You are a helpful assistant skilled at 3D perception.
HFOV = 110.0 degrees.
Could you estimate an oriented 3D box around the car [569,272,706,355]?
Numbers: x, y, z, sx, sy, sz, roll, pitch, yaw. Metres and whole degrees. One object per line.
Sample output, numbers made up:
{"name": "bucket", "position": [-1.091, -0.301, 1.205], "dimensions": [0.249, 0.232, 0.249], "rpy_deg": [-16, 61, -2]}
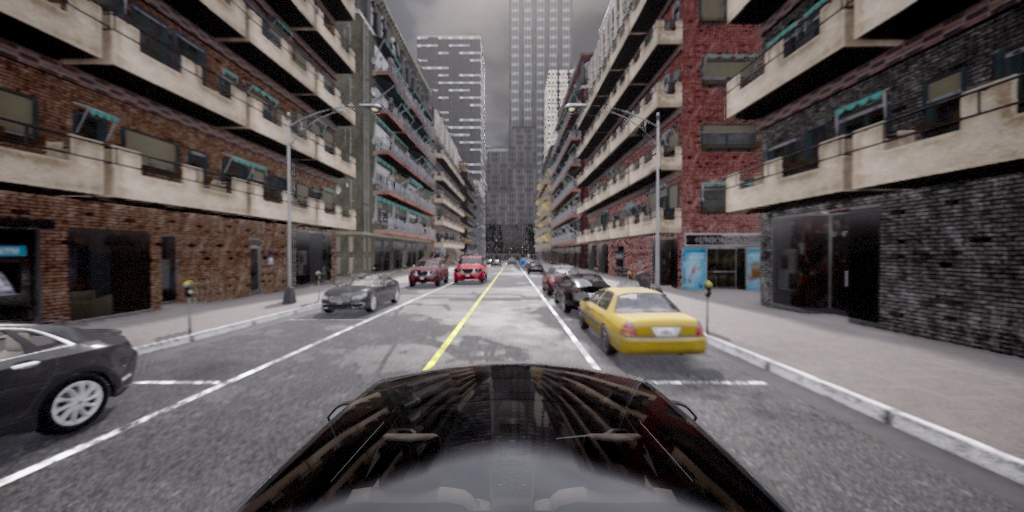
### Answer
{"name": "car", "position": [2.691, 1.283, 8.539], "dimensions": [1.751, 1.417, 4.829], "rpy_deg": [0, 0, 0]}

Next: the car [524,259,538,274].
{"name": "car", "position": [2.699, 1.366, 41.981], "dimensions": [1.948, 1.339, 4.313], "rpy_deg": [0, 0, 0]}

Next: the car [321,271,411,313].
{"name": "car", "position": [-5.688, 1.315, 14.001], "dimensions": [2.007, 1.370, 4.403], "rpy_deg": [0, 0, 0]}

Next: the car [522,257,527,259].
{"name": "car", "position": [3.013, 1.279, 59.788], "dimensions": [1.801, 1.575, 5.366], "rpy_deg": [0, 0, 0]}

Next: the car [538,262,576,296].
{"name": "car", "position": [2.694, 1.211, 19.573], "dimensions": [1.967, 1.591, 4.097], "rpy_deg": [0, 0, 0]}

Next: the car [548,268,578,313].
{"name": "car", "position": [2.692, 1.330, 13.971], "dimensions": [1.948, 1.339, 4.313], "rpy_deg": [0, 0, 0]}

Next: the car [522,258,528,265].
{"name": "car", "position": [2.700, 1.358, 47.584], "dimensions": [2.007, 1.370, 4.403], "rpy_deg": [0, 0, 0]}

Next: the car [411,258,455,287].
{"name": "car", "position": [-5.686, 1.093, 25.206], "dimensions": [2.192, 1.841, 5.009], "rpy_deg": [0, 0, 0]}

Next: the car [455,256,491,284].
{"name": "car", "position": [-3.092, 1.002, 27.728], "dimensions": [2.150, 2.045, 5.566], "rpy_deg": [0, 0, 0]}

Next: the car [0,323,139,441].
{"name": "car", "position": [-5.690, 1.302, 2.798], "dimensions": [2.007, 1.370, 4.403], "rpy_deg": [0, 0, 0]}
